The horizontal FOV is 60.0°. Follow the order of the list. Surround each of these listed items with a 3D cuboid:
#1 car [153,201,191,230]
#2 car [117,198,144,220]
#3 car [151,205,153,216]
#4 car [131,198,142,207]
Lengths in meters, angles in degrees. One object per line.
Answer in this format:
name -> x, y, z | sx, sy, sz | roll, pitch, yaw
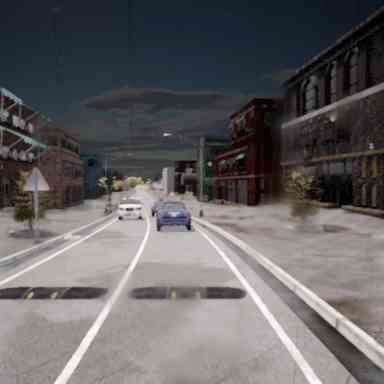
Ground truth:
car -> -1.284, 1.426, 21.693 | 2.097, 1.767, 4.553 | 0, -1, -6
car -> -5.765, 1.541, 31.402 | 2.150, 2.045, 5.566 | 0, -2, -8
car -> -3.751, 1.904, 39.285 | 2.097, 1.767, 4.553 | 0, -2, -9
car -> -11.886, 2.192, 71.509 | 2.097, 1.767, 4.553 | 0, 1, -9
